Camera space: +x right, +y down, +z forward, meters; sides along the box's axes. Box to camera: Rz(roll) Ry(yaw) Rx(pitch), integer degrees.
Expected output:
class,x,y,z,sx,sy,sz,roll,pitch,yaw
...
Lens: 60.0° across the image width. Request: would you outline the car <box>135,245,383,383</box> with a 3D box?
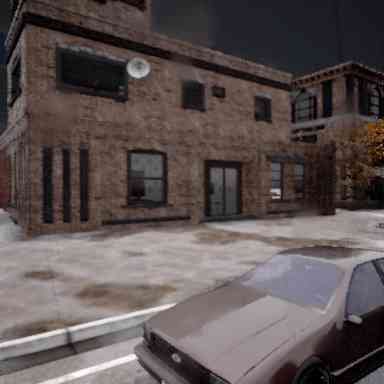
class,x,y,z,sx,sy,sz,roll,pitch,yaw
car,1.949,1.547,4.771,5.357,1.411,2.033,0,0,-35
